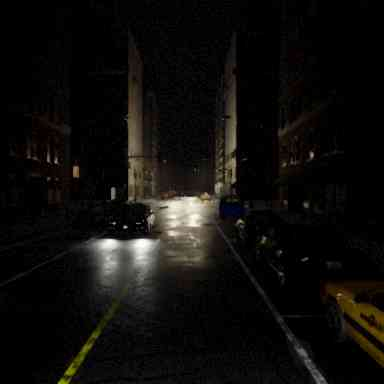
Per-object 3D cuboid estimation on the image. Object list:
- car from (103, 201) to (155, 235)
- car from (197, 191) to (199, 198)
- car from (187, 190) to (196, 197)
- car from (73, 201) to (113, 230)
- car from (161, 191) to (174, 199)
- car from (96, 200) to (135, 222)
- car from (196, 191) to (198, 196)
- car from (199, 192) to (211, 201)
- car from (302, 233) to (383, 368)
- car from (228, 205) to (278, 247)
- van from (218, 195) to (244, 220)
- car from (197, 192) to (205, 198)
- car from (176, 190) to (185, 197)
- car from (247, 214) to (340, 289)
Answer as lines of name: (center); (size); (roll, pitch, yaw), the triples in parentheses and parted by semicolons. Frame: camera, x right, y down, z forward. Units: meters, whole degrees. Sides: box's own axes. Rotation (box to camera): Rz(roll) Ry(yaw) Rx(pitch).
car: (-3.055, 1.361, 17.698); (1.837, 1.490, 4.892); (0, 0, 0)
car: (2.719, 0.866, 69.818); (1.967, 1.590, 4.097); (0, 0, -1)
car: (-0.384, 0.716, 90.876); (1.812, 1.442, 4.674); (0, 1, -1)
car: (-5.629, 1.422, 19.663); (1.802, 1.307, 4.206); (0, 0, 0)
car: (-5.870, 0.695, 75.244); (2.192, 1.841, 5.009); (0, 0, -1)
car: (-5.618, 1.362, 25.114); (1.947, 1.339, 4.313); (0, 0, 0)
car: (2.655, 0.929, 75.345); (2.008, 1.369, 4.403); (0, 1, -1)
car: (2.782, 0.997, 64.464); (1.752, 1.417, 4.829); (0, 0, -1)
car: (2.863, 1.496, 3.483); (1.752, 1.417, 4.829); (0, 0, 0)
car: (2.885, 1.449, 14.209); (1.947, 1.339, 4.313); (0, 0, 0)
van: (2.907, 1.137, 25.104); (1.690, 1.788, 3.998); (0, 0, 0)
car: (2.463, 0.783, 91.921); (2.008, 1.369, 4.403); (0, 1, -1)
car: (-3.417, 0.688, 93.835); (1.837, 1.490, 4.892); (0, 1, -1)
car: (2.874, 1.493, 8.761); (1.947, 1.339, 4.313); (0, 0, 0)
